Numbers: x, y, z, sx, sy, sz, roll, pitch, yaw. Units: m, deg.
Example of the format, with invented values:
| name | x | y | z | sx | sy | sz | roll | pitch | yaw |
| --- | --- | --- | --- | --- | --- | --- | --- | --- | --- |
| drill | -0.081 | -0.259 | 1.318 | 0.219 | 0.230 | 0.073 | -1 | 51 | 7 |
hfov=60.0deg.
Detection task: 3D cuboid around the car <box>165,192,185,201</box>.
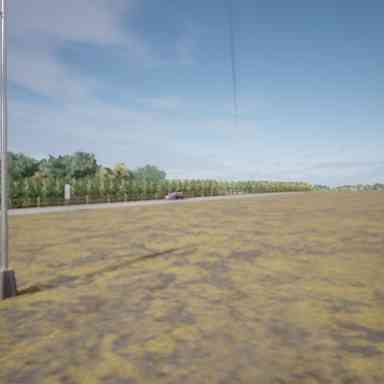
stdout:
| name | x | y | z | sx | sy | sz | roll | pitch | yaw |
| --- | --- | --- | --- | --- | --- | --- | --- | --- | --- |
| car | -3.107 | 0.790 | 61.556 | 1.812 | 1.442 | 4.674 | 1 | 2 | 36 |
